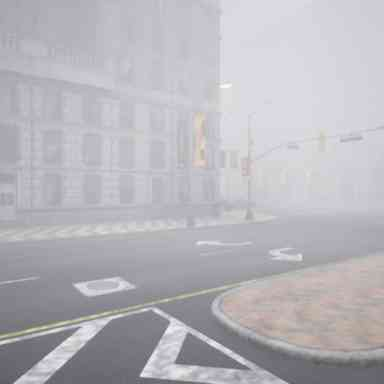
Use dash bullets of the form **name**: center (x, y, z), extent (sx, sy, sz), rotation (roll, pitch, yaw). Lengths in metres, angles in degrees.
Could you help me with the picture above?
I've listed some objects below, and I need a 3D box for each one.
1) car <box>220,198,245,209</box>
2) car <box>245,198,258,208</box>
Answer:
- **car**: center (4.065, 1.492, 44.383), extent (2.033, 1.411, 5.357), rotation (0, 0, -36)
- **car**: center (7.080, 1.502, 46.198), extent (1.994, 1.385, 4.181), rotation (0, 0, -36)
